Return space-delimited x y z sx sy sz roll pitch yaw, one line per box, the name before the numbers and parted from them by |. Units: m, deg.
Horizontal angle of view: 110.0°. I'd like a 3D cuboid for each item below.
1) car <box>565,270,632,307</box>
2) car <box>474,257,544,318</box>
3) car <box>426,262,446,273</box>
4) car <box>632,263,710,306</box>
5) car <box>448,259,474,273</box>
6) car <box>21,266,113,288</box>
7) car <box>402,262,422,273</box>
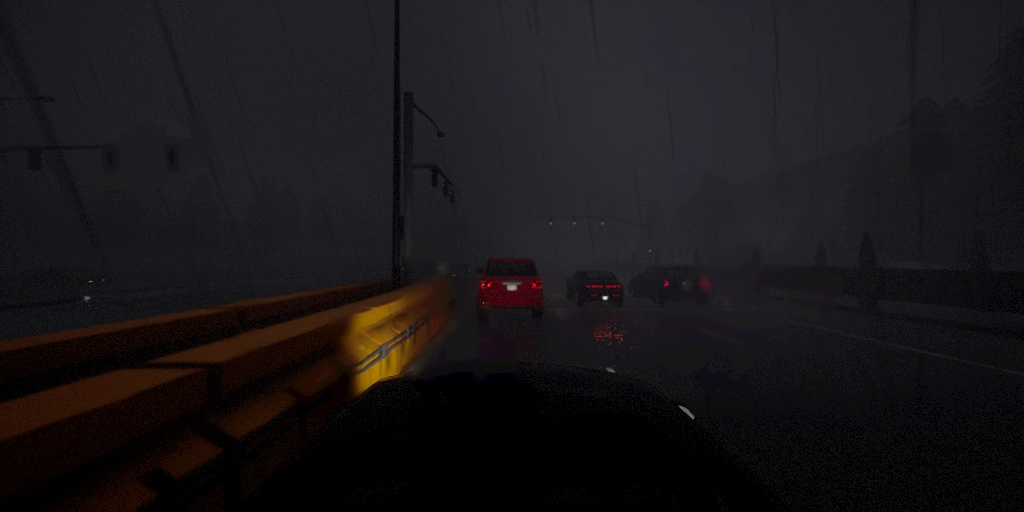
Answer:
car | 3.602 1.361 16.249 1.837 1.490 4.892 0 0 0
car | -0.169 1.061 13.595 2.150 2.045 5.566 0 0 -4
car | -10.558 1.648 50.019 2.033 1.411 5.357 0 0 0
car | 7.102 1.211 16.706 2.097 1.767 4.553 0 0 0
car | -7.060 1.592 50.108 2.128 1.511 4.902 0 0 0
car | -30.871 1.423 24.957 4.892 1.490 1.837 0 0 0
car | -14.054 1.610 50.726 1.837 1.490 4.892 0 0 0
